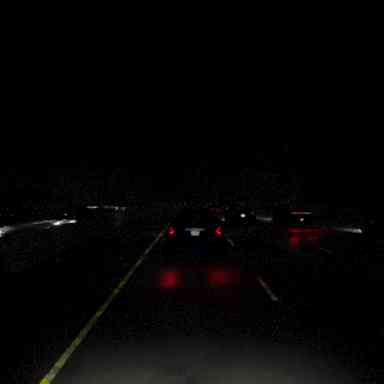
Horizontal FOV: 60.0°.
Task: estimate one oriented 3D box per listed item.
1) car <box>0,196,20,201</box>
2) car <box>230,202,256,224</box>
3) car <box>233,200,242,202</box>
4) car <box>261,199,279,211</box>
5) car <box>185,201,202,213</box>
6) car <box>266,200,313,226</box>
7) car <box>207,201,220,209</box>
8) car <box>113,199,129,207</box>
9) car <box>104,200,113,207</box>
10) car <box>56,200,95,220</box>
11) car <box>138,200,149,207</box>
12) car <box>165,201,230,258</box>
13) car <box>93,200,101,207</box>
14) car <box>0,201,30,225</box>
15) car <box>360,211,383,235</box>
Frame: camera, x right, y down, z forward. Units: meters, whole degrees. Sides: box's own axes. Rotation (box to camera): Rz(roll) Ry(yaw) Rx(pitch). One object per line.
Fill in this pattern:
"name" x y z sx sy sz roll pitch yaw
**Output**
"car" -17.534 1.361 29.933 2.150 2.045 5.566 0 0 0
"car" 3.650 1.687 25.773 1.994 1.385 4.181 0 0 0
"car" 7.204 2.030 52.927 2.033 1.411 5.357 0 -1 0
"car" 10.688 1.696 44.556 2.097 1.767 4.553 0 -1 0
"car" 0.181 1.857 41.619 1.994 1.385 4.181 0 -1 0
"car" 7.146 1.604 24.028 2.128 1.511 4.902 0 0 0
"car" 3.713 2.171 57.577 1.895 1.301 4.718 0 -1 0
"car" -13.869 2.257 66.768 1.837 1.490 4.892 0 -1 0
"car" -17.359 2.396 71.609 2.033 1.411 5.357 0 -1 0
"car" -10.533 1.709 29.734 1.994 1.385 4.181 0 -1 0
"car" -10.360 2.393 71.177 2.033 1.411 5.357 0 -1 0
"car" 0.115 1.404 13.200 2.097 1.767 4.553 0 0 0
"car" -20.860 2.397 71.198 1.994 1.385 4.181 0 -1 0
"car" -14.047 1.630 25.215 1.812 1.442 4.674 0 0 0
"car" 10.634 1.643 17.385 1.994 1.385 4.181 0 0 0
